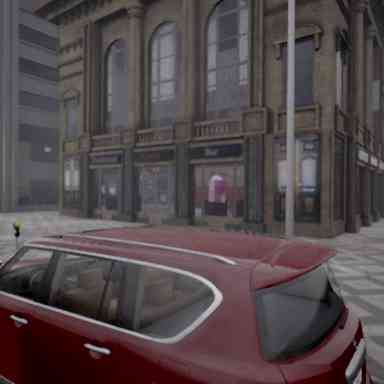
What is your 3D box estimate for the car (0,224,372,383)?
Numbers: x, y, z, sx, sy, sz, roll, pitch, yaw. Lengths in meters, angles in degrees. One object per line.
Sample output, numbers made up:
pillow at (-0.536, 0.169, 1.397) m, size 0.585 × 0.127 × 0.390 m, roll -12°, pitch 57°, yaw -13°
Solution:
car at (-0.858, 1.288, 3.578) m, size 5.009 × 1.841 × 2.192 m, roll 1°, pitch 0°, yaw 36°
